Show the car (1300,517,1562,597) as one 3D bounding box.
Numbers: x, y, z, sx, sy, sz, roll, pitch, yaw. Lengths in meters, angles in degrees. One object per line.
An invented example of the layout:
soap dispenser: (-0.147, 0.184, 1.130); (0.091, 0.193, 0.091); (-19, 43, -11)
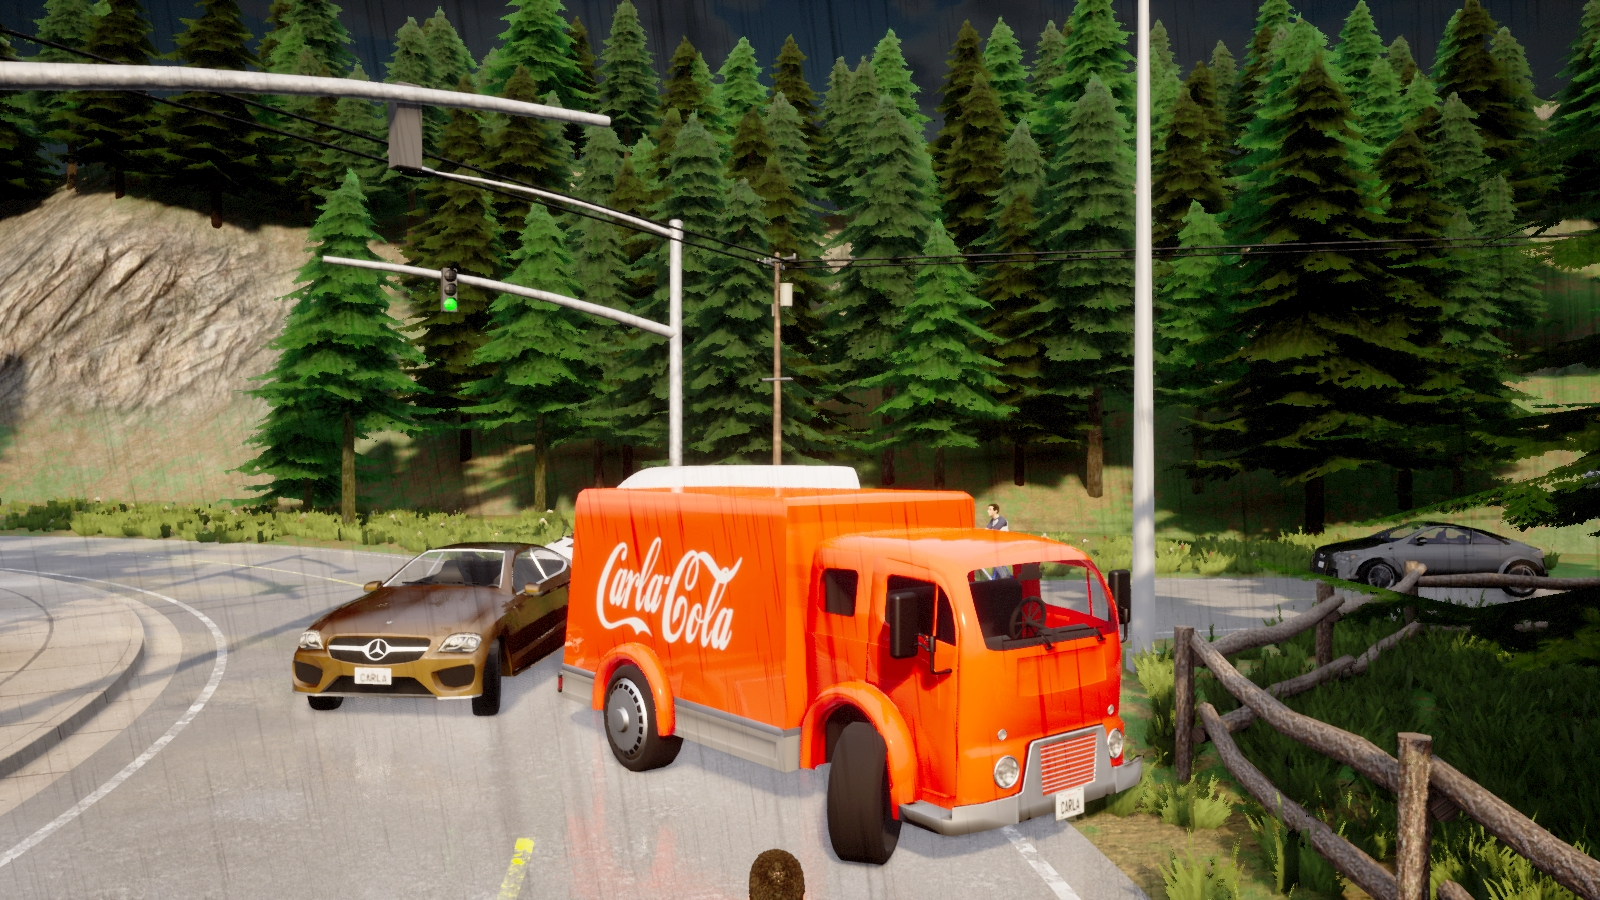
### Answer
car: (12.589, 2.119, 23.051); (4.181, 1.385, 1.994); (0, 0, 6)

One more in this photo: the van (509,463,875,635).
van: (-1.776, 1.528, 19.549); (5.915, 2.561, 1.988); (0, 0, -27)

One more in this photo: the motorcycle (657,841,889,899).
motorcycle: (-0.074, 2.159, 3.526); (0.803, 1.199, 2.033); (0, 0, -2)

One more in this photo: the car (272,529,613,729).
car: (-4.038, 1.970, 14.038); (2.152, 1.651, 5.027); (0, 0, 6)

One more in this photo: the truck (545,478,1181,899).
truck: (0.202, 1.542, 9.769); (2.627, 2.467, 5.204); (0, 0, -39)
